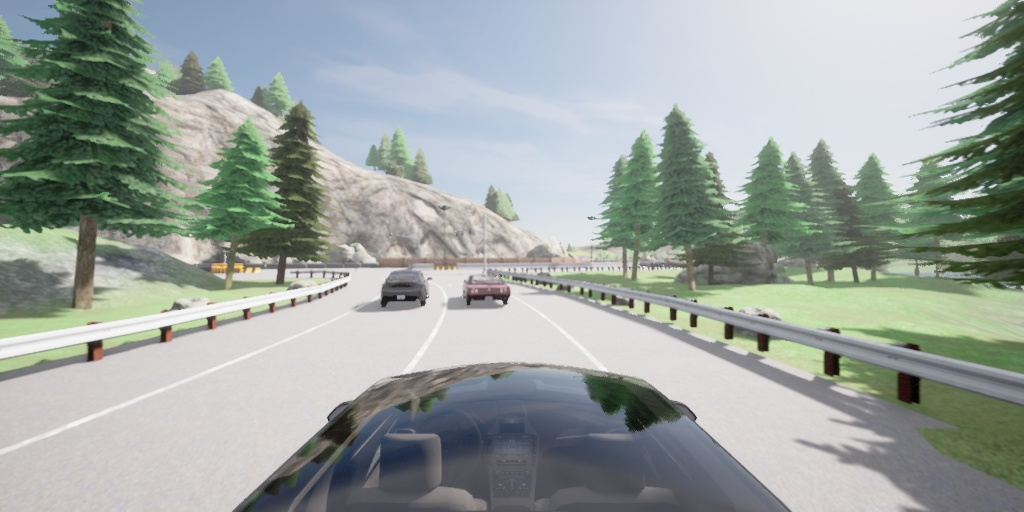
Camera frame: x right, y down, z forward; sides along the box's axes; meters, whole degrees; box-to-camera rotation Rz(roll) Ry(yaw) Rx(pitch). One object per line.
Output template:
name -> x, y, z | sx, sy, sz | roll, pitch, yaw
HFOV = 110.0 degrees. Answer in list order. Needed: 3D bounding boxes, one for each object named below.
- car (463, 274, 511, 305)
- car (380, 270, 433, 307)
car -> -1.338, 1.493, 16.992 | 1.895, 1.301, 4.718 | 0, -1, -10
car -> -4.821, 1.399, 16.572 | 1.837, 1.490, 4.892 | 0, 0, -10
